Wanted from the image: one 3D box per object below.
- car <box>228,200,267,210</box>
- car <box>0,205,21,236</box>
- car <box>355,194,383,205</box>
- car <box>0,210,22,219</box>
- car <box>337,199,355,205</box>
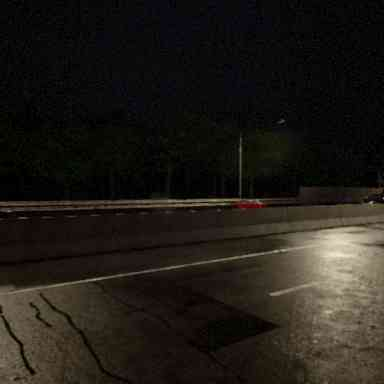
[{"bbox_3d":[6.512,1.611,38.717,4.718,1.301,1.895,0,0,-35],"label":"car"},{"bbox_3d":[-11.720,1.491,17.127,4.902,1.511,2.128,0,0,-35],"label":"car"},{"bbox_3d":[23.647,1.252,42.286,5.566,2.045,2.150,0,0,-35],"label":"car"},{"bbox_3d":[-9.732,1.526,14.246,4.674,1.442,1.812,0,0,-35],"label":"car"},{"bbox_3d":[21.422,1.593,44.998,4.181,1.385,1.994,0,0,-35],"label":"car"}]
